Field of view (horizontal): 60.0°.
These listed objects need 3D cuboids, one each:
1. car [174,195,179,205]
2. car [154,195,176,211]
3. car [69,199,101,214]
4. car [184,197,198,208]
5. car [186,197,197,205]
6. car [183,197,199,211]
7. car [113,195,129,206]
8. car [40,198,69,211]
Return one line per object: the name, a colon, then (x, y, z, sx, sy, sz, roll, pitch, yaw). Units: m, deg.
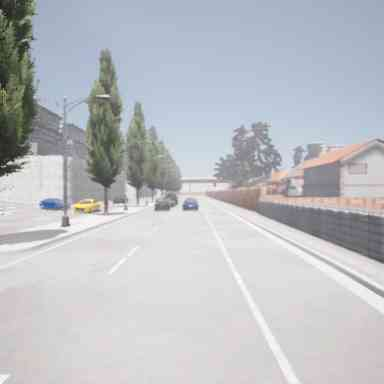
car: (-3.561, 1.643, 51.005, 1.994, 1.385, 4.181, 0, 0, 1)
car: (-3.628, 1.563, 42.136, 2.128, 1.511, 4.902, 0, 0, 1)
car: (-11.842, 1.600, 37.836, 1.882, 1.535, 5.008, 0, 0, 1)
car: (-0.060, 1.599, 51.167, 2.033, 1.411, 5.357, 0, 0, 1)
car: (-0.044, 1.624, 60.335, 1.994, 1.385, 4.181, 0, 0, 1)
car: (-0.130, 1.607, 41.989, 1.994, 1.385, 4.181, 0, 0, 1)
car: (-11.602, 1.315, 54.615, 1.882, 1.535, 5.008, 0, 0, 1)
car: (-17.580, 1.558, 42.751, 5.008, 1.535, 1.882, 1, -1, 39)
